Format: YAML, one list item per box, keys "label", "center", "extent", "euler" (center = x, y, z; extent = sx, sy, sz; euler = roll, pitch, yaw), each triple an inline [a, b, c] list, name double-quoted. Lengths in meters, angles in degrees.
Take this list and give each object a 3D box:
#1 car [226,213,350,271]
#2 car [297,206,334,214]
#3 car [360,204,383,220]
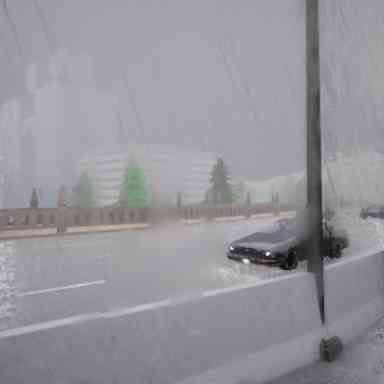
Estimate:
- label: "car"
  center: [3.595, 1.677, 11.614]
  extent: [5.357, 1.411, 2.033]
  euler: [1, -1, -41]
- label: "car"
  center: [11.060, 1.948, 29.750]
  extent: [1.895, 1.301, 4.718]
  euler: [-1, -1, 40]
- label: "car"
  center: [18.076, 1.909, 32.699]
  extent: [2.033, 1.411, 5.357]
  euler: [-1, -1, 40]
